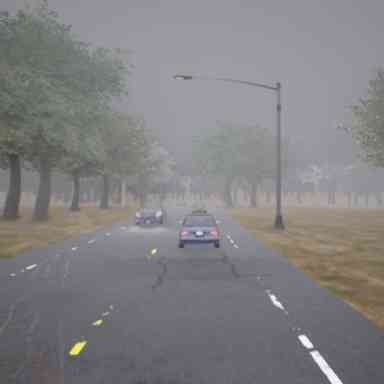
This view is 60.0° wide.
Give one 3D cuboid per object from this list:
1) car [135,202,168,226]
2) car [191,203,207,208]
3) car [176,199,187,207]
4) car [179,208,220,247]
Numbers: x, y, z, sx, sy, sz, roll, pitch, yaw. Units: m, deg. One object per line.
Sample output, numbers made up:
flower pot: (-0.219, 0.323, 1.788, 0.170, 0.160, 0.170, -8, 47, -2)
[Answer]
car: (-3.164, 1.609, 26.361, 2.097, 1.767, 4.553, -2, 0, 1)
car: (0.885, 2.007, 40.955, 2.033, 1.411, 5.357, -1, 0, 1)
car: (-2.130, 2.210, 67.597, 1.837, 1.490, 4.892, 1, -1, 1)
car: (0.356, 1.755, 16.221, 2.033, 1.411, 5.357, 0, 0, 1)
